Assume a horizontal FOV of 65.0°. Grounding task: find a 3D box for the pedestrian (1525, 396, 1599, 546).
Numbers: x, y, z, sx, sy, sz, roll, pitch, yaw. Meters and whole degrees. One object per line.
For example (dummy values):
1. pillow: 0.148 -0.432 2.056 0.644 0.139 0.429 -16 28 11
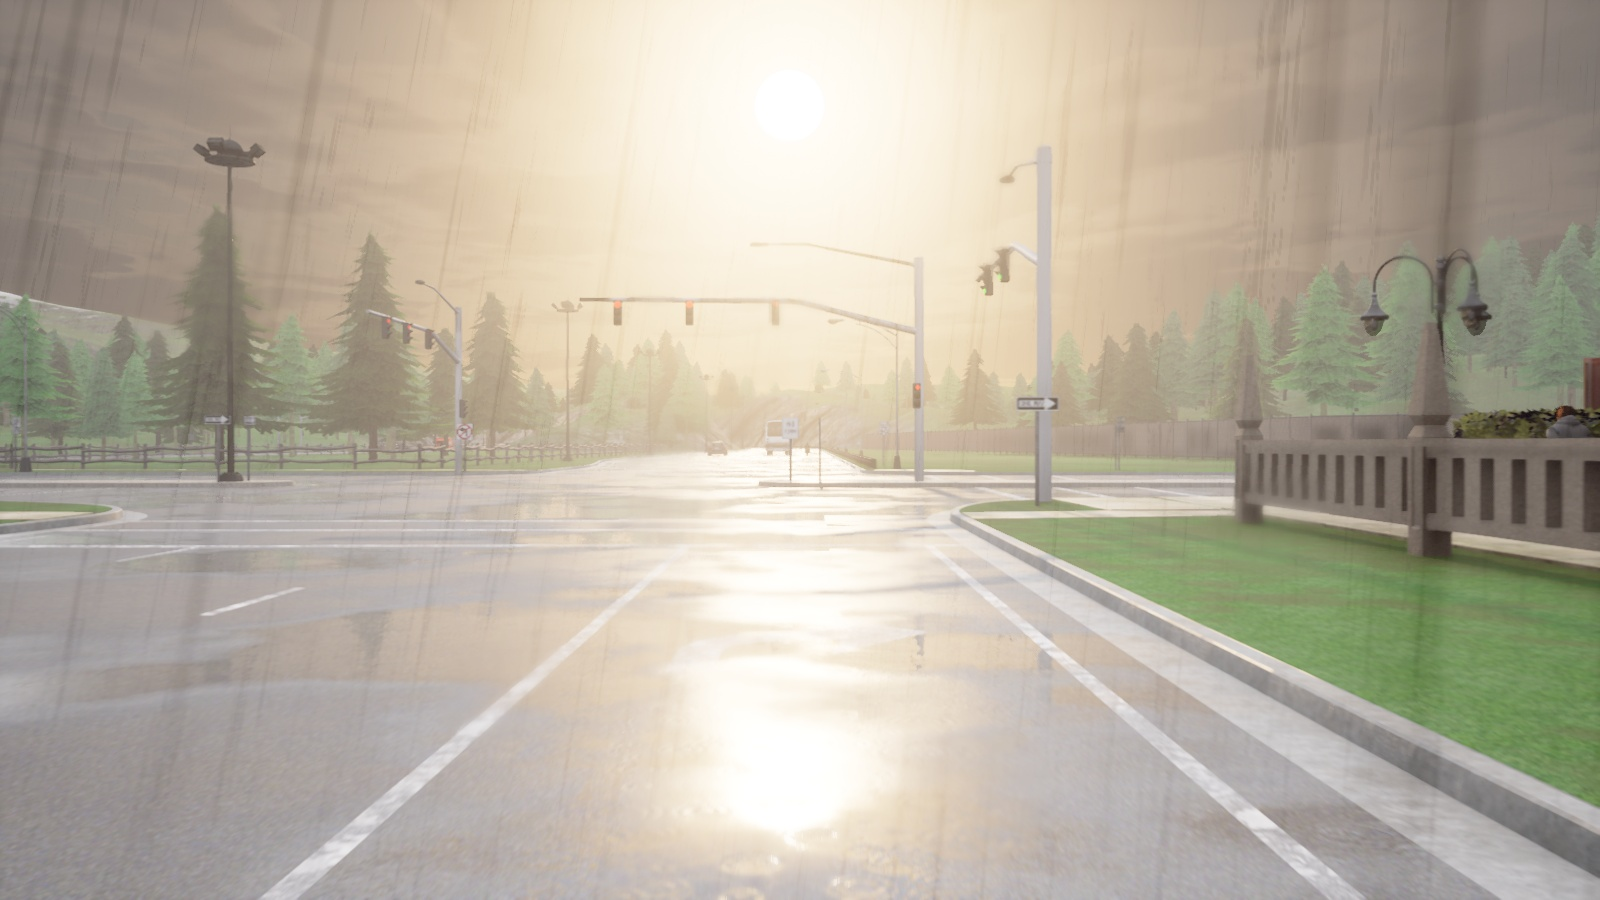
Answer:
1. pedestrian: 10.220 0.269 16.721 0.659 1.952 0.873 0 0 3
